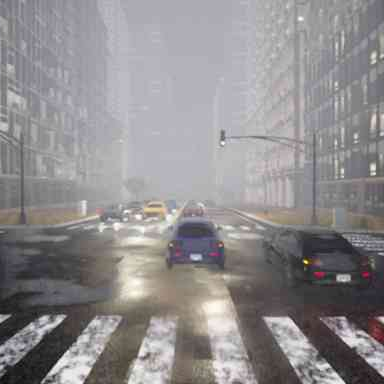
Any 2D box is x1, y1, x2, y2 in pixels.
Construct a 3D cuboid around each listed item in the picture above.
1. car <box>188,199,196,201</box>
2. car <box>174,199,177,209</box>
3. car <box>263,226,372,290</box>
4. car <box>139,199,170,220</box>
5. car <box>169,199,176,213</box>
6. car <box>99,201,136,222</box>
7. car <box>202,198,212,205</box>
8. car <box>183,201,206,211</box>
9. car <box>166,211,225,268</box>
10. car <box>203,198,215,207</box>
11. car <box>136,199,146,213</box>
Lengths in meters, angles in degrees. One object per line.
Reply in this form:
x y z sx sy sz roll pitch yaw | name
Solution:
0.011 1.971 60.584 2.033 1.411 5.357 0 0 0 | car
-3.243 1.835 50.553 1.882 1.535 5.008 0 0 0 | car
3.355 1.707 9.645 1.812 1.442 4.674 0 1 0 | car
-3.338 1.699 30.647 1.882 1.535 5.008 0 0 0 | car
-3.321 1.887 40.024 1.895 1.301 4.718 0 0 0 | car
-6.593 1.759 29.254 2.033 1.411 5.357 0 0 0 | car
3.261 2.050 72.067 1.994 1.385 4.181 0 0 0 | car
0.106 1.836 32.619 1.895 1.301 4.718 0 0 0 | car
0.115 1.661 11.738 1.812 1.442 4.674 1 0 0 | car
3.260 2.033 61.897 1.895 1.301 4.718 0 0 0 | car
-6.575 1.784 38.992 1.837 1.490 4.892 0 0 0 | car
